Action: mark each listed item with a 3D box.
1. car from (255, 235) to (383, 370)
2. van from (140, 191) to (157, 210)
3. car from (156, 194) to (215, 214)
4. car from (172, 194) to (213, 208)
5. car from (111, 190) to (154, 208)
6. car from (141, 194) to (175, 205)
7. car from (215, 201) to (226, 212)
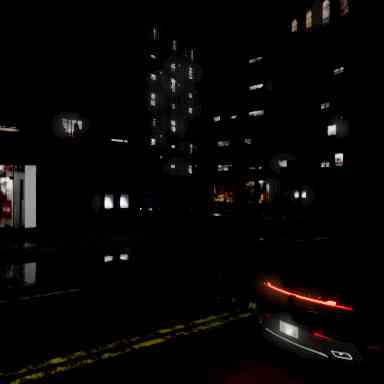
[{"bbox_3d":[3.230,1.507,5.617,4.892,1.490,1.837,0,0,-35],"label":"car"},{"bbox_3d":[-5.021,0.817,32.546,3.998,1.788,1.690,1,0,37],"label":"van"},{"bbox_3d":[-0.614,1.138,29.221,4.403,1.369,2.008,1,0,37],"label":"car"},{"bbox_3d":[0.041,1.041,39.219,4.403,1.369,2.008,1,0,37],"label":"car"},{"bbox_3d":[-6.625,0.753,36.977,4.553,1.767,2.097,1,1,37],"label":"car"},{"bbox_3d":[-4.373,0.961,42.543,4.206,1.307,1.802,1,0,37],"label":"car"},{"bbox_3d":[0.846,1.066,31.346,5.008,1.535,1.882,1,1,37],"label":"car"}]
